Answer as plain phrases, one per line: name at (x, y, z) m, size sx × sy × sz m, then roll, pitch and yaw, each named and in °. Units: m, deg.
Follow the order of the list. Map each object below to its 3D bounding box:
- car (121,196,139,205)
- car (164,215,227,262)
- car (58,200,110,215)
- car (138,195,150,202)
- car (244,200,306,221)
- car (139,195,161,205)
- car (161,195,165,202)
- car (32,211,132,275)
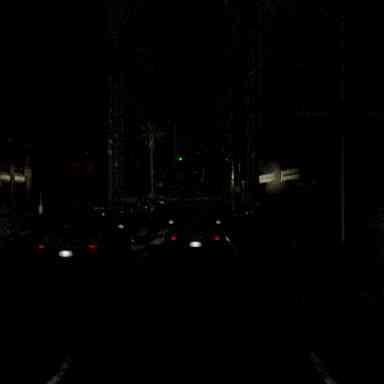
car at (-9.814, 1.327, 52.243) m, size 1.812 × 1.442 × 4.674 m, roll 0°, pitch 0°, yaw 0°
car at (0.101, 1.489, 11.743) m, size 1.994 × 1.385 × 4.181 m, roll 0°, pitch 0°, yaw 0°
car at (-8.146, 1.357, 24.937) m, size 4.902 × 1.511 × 2.128 m, roll 0°, pitch 0°, yaw 39°
car at (-9.745, 1.305, 67.643) m, size 1.812 × 1.442 × 4.674 m, roll 0°, pitch 0°, yaw 0°
car at (6.205, 1.343, 24.843) m, size 4.674 × 1.442 × 1.812 m, roll 0°, pitch -1°, yaw -17°
car at (-6.563, 1.293, 52.653) m, size 2.128 × 1.511 × 4.902 m, roll 0°, pitch 0°, yaw 0°
car at (-6.495, 1.305, 67.930) m, size 1.812 × 1.442 × 4.674 m, roll 0°, pitch 0°, yaw 0°
car at (-3.149, 1.497, 10.293) m, size 1.994 × 1.385 × 4.181 m, roll 0°, pitch 0°, yaw 0°
